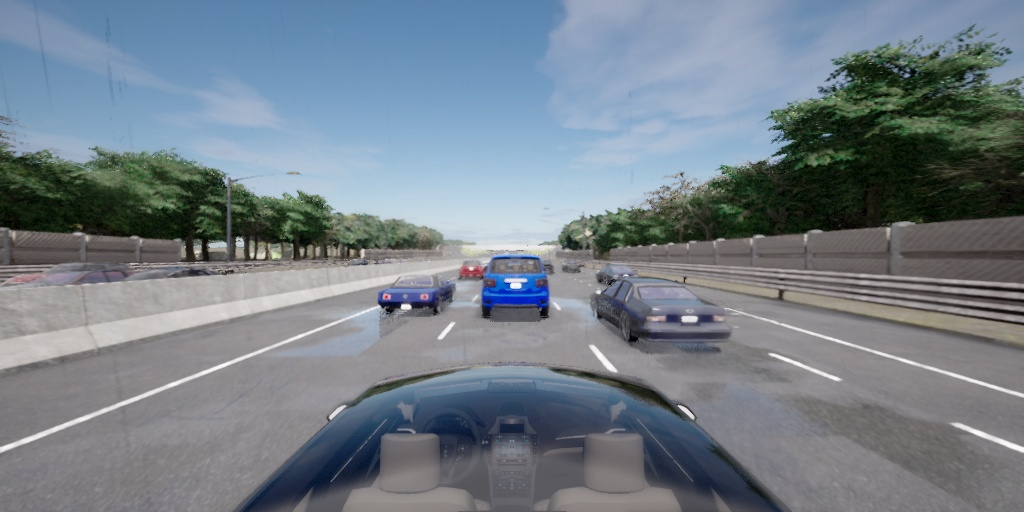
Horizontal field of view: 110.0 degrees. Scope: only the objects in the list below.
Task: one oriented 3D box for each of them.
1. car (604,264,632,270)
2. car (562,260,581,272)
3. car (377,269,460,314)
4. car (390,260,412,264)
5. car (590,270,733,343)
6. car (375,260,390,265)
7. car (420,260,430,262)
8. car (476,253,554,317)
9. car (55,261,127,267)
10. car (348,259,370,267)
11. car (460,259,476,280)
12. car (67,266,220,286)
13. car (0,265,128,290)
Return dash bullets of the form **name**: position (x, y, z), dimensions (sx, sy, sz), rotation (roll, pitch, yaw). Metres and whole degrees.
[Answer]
- **car**: position (7.072, 1.277, 24.573), dimensions (2.033, 1.411, 5.357), rotation (0, 0, 1)
- **car**: position (7.303, 1.229, 44.431), dimensions (2.128, 1.511, 4.902), rotation (0, 0, 1)
- **car**: position (-3.378, 1.335, 13.708), dimensions (1.895, 1.301, 4.718), rotation (0, 0, 0)
- **car**: position (-17.200, 1.335, 57.057), dimensions (1.895, 1.301, 4.718), rotation (0, 0, 1)
- **car**: position (3.510, 1.286, 9.586), dimensions (2.033, 1.411, 5.357), rotation (0, 0, 0)
- **car**: position (-20.668, 1.335, 58.638), dimensions (1.895, 1.301, 4.718), rotation (0, 0, 1)
- **car**: position (-13.701, 1.299, 57.307), dimensions (1.994, 1.385, 4.181), rotation (0, 0, 1)
- **car**: position (0.121, 0.956, 13.148), dimensions (2.150, 2.045, 5.566), rotation (0, 0, 0)
- **car**: position (-21.062, 1.081, 17.411), dimensions (2.097, 1.767, 4.553), rotation (0, 0, 0)
- **car**: position (-24.200, 1.238, 56.861), dimensions (1.837, 1.490, 4.892), rotation (0, 0, 1)
- **car**: position (-3.292, 1.081, 31.274), dimensions (2.097, 1.767, 4.553), rotation (0, 0, 0)
- **car**: position (-14.073, 1.237, 14.607), dimensions (1.837, 1.490, 4.892), rotation (0, 0, 0)
- **car**: position (-17.574, 1.279, 14.780), dimensions (2.033, 1.411, 5.357), rotation (0, 0, 0)
